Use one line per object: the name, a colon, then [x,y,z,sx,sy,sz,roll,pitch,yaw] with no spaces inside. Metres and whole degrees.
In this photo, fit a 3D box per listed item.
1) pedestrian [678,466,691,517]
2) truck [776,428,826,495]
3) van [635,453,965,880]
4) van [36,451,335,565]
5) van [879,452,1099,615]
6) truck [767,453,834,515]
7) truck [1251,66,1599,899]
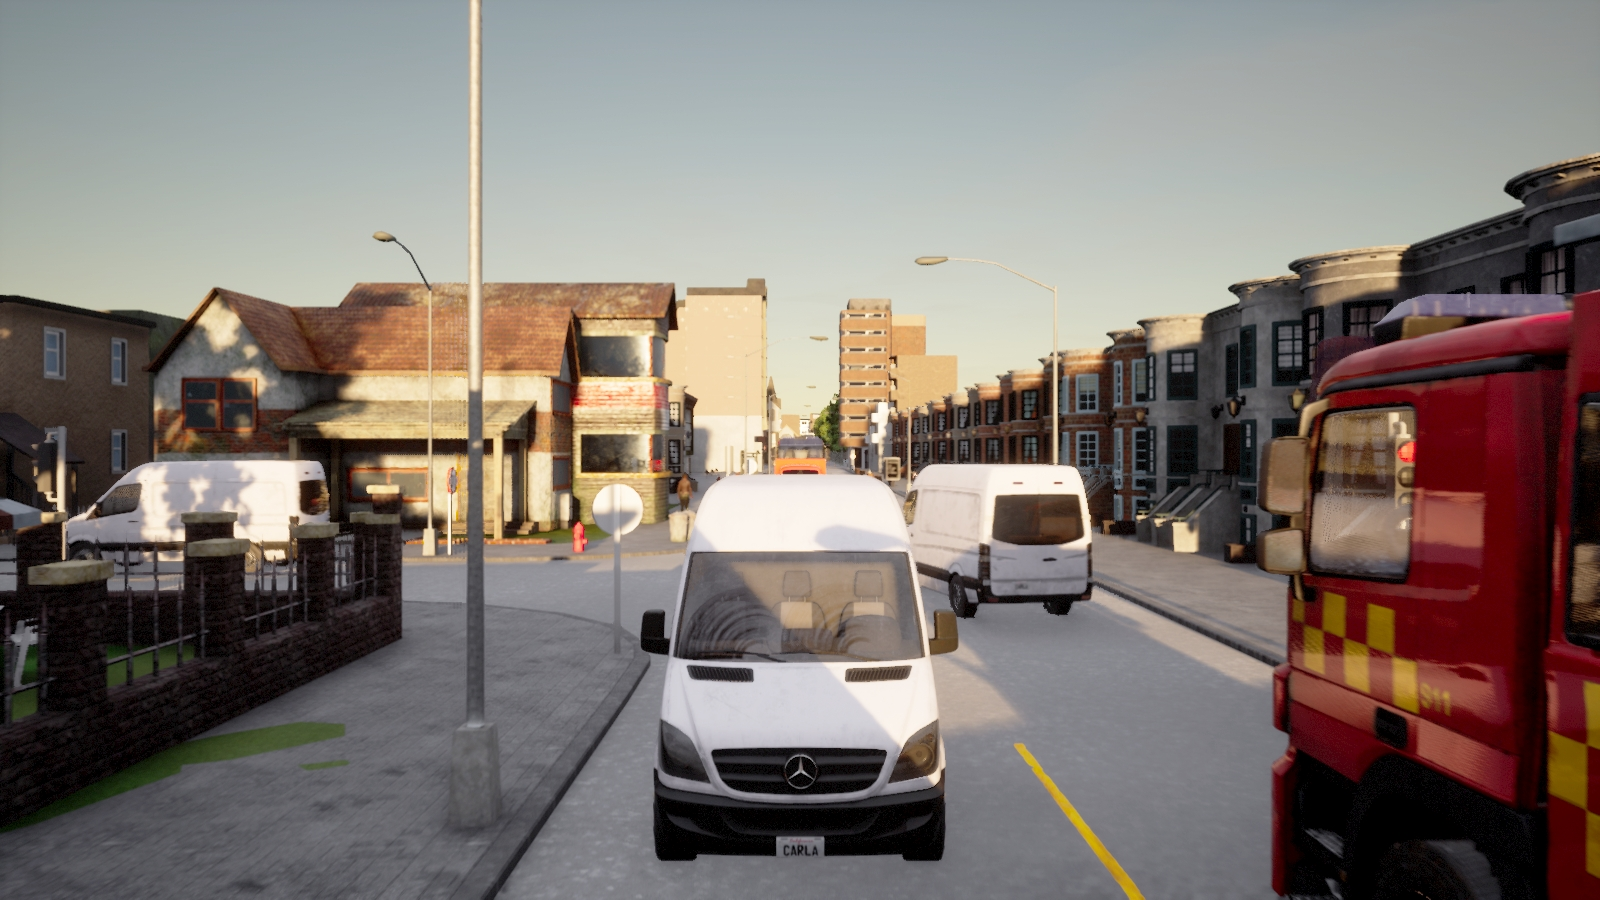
pedestrian: [-4.251,1.526,41.943,0.375,1.860,0.375,0,0,16]
truck: [0.037,0.668,69.574,2.891,3.827,8.468,0,0,0]
van: [0.002,1.315,9.846,1.988,2.561,5.915,0,0,0]
van: [-14.230,1.314,26.719,5.915,2.561,1.988,0,0,0]
van: [3.220,1.315,21.035,1.988,2.561,5.915,0,0,-12]
truck: [0.013,1.355,47.422,2.627,2.467,5.204,0,-1,0]
truck: [4.048,0.671,2.277,2.891,3.827,8.468,0,0,0]
